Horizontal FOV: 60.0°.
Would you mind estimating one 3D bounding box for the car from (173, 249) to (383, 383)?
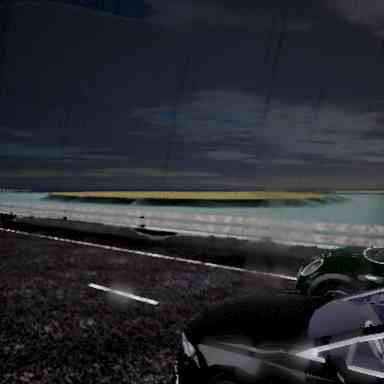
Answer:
[{"bbox_3d":[2.079,1.496,2.515,4.902,1.511,2.128,1,1,36],"label":"car"}]

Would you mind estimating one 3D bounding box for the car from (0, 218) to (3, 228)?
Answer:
[{"bbox_3d":[-11.503,1.258,16.594,5.357,1.411,2.033,1,1,36],"label":"car"}]

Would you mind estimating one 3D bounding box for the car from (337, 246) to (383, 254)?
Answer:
[{"bbox_3d":[4.095,1.358,5.380,4.553,1.767,2.097,1,1,35],"label":"car"}]
